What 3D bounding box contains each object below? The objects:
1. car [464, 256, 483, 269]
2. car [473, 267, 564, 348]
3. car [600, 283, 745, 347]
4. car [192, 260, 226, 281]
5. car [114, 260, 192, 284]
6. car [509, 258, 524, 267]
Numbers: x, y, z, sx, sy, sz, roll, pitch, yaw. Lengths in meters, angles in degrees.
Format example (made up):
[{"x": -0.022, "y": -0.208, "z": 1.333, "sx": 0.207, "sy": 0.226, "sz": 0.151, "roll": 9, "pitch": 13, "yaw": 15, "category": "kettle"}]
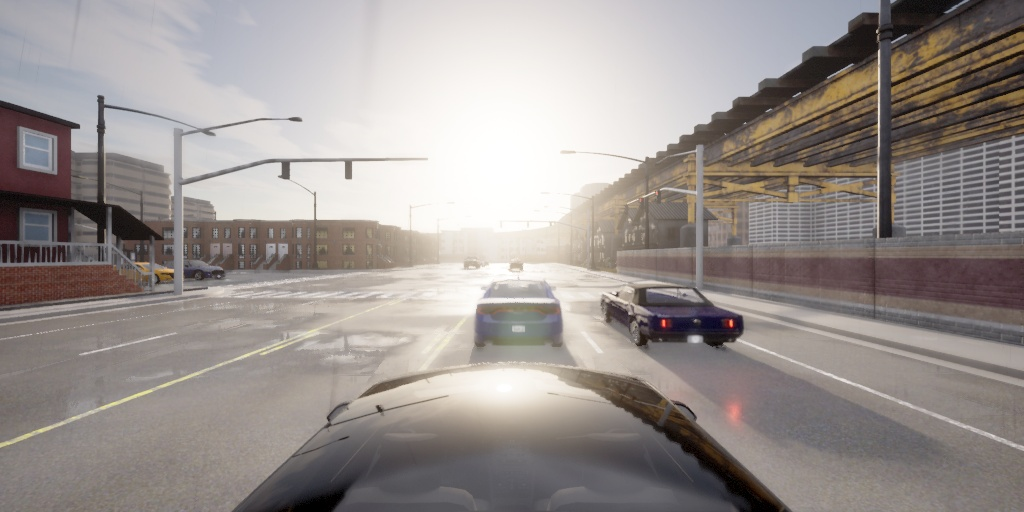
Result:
[{"x": -6.348, "y": 0.971, "z": 57.603, "sx": 2.150, "sy": 2.045, "sz": 5.566, "roll": 0, "pitch": 0, "yaw": 1, "category": "car"}, {"x": 0.164, "y": 1.228, "z": 9.292, "sx": 1.882, "sy": 1.535, "sz": 5.008, "roll": 0, "pitch": 0, "yaw": 1, "category": "car"}, {"x": 3.664, "y": 1.351, "z": 9.281, "sx": 1.895, "sy": 1.301, "sz": 4.718, "roll": 0, "pitch": 0, "yaw": 1, "category": "car"}, {"x": -26.669, "y": 1.102, "z": 29.923, "sx": 4.553, "sy": 1.767, "sz": 2.097, "roll": 0, "pitch": 0, "yaw": 1, "category": "car"}, {"x": -27.095, "y": 1.228, "z": 26.423, "sx": 5.008, "sy": 1.535, "sz": 1.882, "roll": 0, "pitch": 0, "yaw": 0, "category": "car"}, {"x": 0.600, "y": 1.241, "z": 51.490, "sx": 2.128, "sy": 1.511, "sz": 4.902, "roll": 0, "pitch": 0, "yaw": 3, "category": "car"}]
